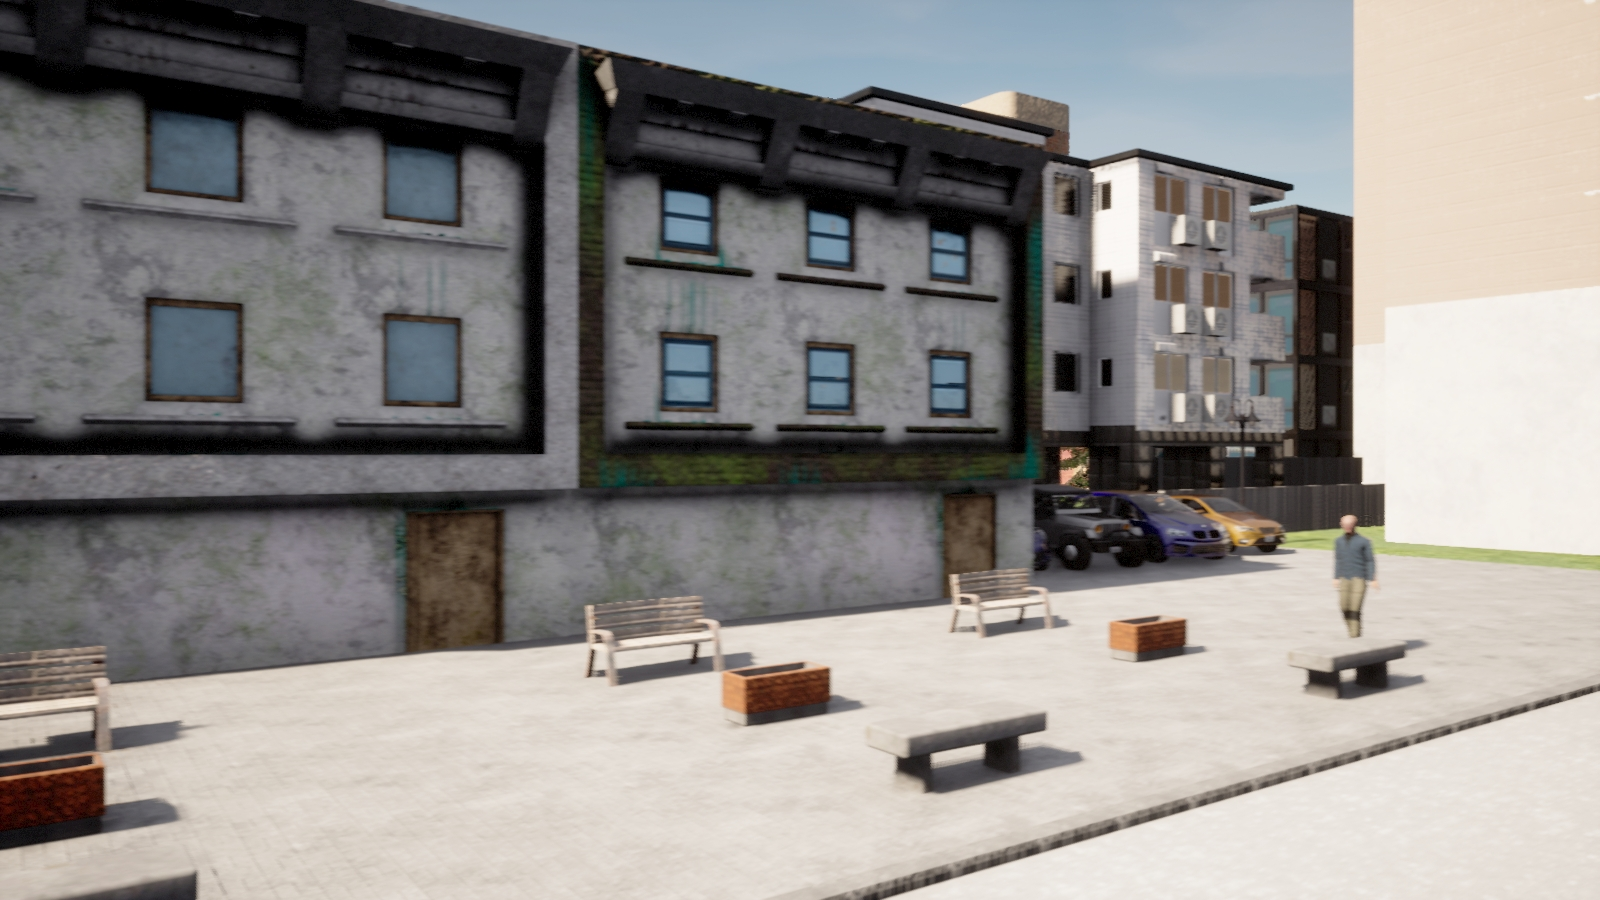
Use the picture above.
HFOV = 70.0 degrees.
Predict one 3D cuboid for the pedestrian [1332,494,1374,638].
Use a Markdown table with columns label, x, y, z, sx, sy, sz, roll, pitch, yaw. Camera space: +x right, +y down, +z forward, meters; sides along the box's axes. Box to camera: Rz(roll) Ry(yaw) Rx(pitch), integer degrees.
| label | x | y | z | sx | sy | sz | roll | pitch | yaw |
| --- | --- | --- | --- | --- | --- | --- | --- | --- | --- |
| pedestrian | 7.347 | 1.526 | 15.179 | 0.375 | 1.860 | 0.375 | 0 | 0 | -38 |
